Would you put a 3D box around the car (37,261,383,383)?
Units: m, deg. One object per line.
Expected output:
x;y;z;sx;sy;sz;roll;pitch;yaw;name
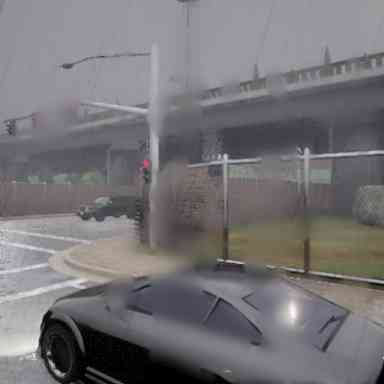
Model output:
0.021;1.567;3.978;4.181;1.385;1.994;0;0;35;car

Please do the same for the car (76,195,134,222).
-6.967;1.312;28.096;2.150;2.045;5.566;0;0;35;car
